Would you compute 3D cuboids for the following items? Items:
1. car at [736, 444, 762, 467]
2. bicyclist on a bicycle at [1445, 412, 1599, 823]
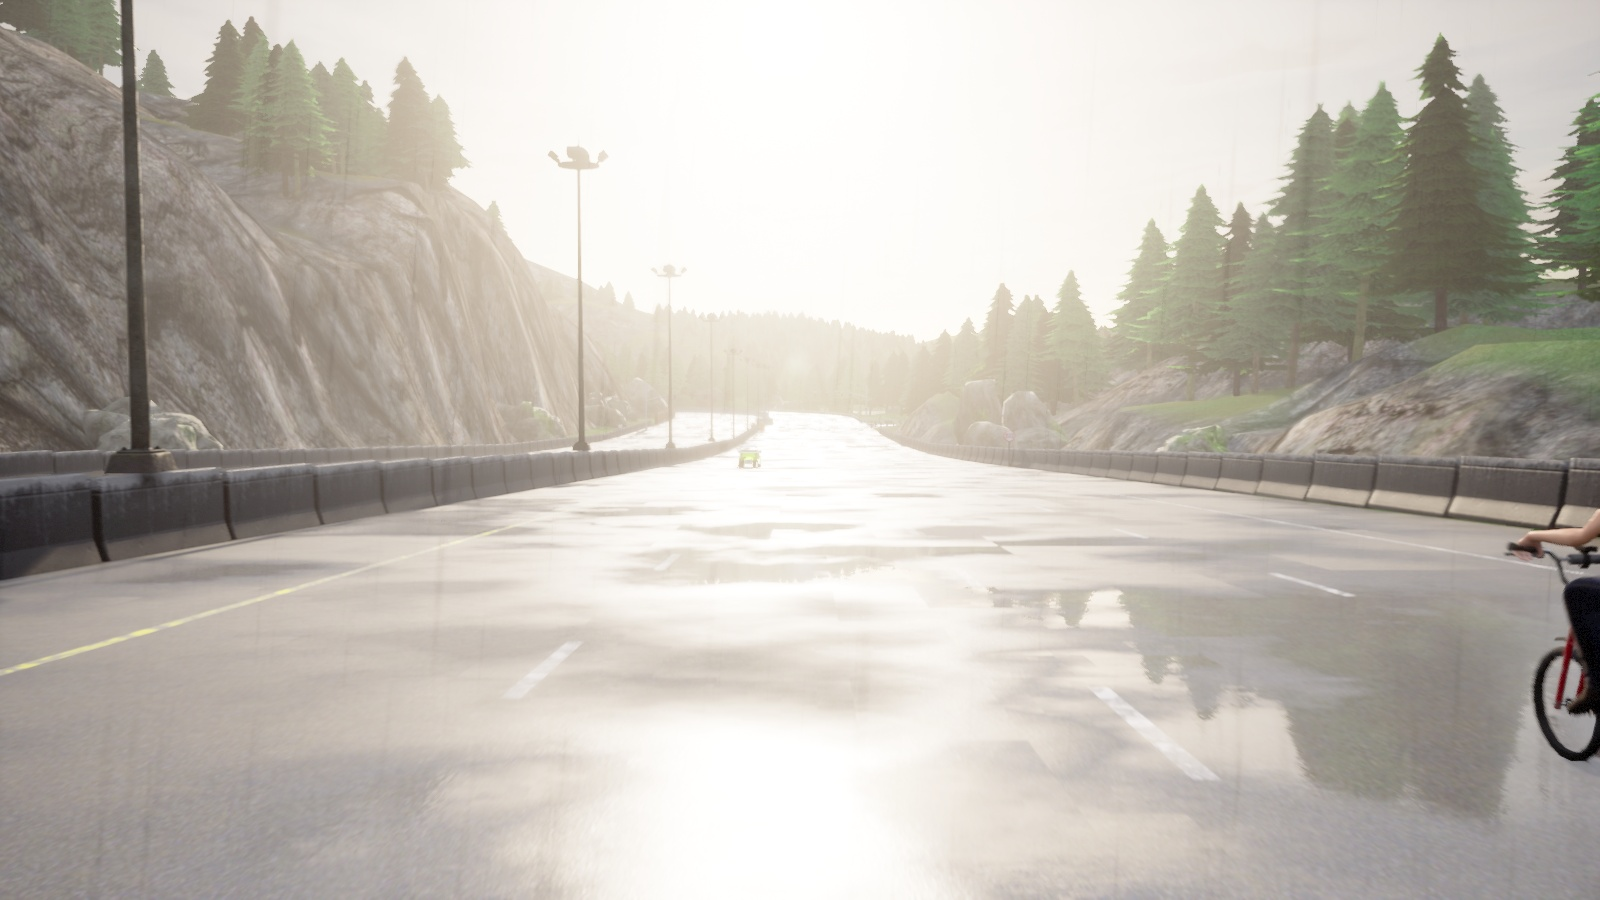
[{"bbox_3d":[-3.054,0.333,75.984,1.481,1.376,2.207,0,1,0],"label":"car"},{"bbox_3d":[3.573,0.654,5.358,0.866,1.612,1.509,0,0,0],"label":"bicyclist on a bicycle"}]
